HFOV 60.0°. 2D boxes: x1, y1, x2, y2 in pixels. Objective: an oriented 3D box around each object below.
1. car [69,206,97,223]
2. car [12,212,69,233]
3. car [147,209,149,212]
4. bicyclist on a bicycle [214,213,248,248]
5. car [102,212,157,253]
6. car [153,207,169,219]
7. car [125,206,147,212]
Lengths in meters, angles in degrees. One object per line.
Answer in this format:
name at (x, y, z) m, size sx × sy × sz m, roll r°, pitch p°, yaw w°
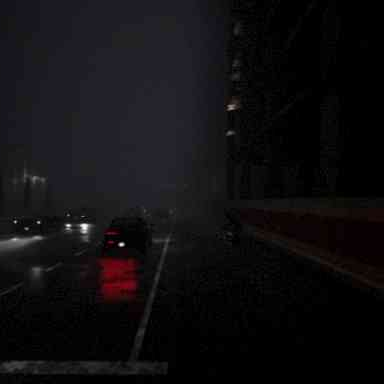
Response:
car at (-10.794, 2.221, 32.999) m, size 1.837 × 1.490 × 4.892 m, roll 2°, pitch -2°, yaw -2°
car at (-10.412, 2.037, 22.973) m, size 1.895 × 1.301 × 4.718 m, roll 2°, pitch -2°, yaw -2°
car at (-7.893, 2.953, 52.441) m, size 1.895 × 1.301 × 4.718 m, roll 2°, pitch -2°, yaw -2°
bicyclist on a bicycle at (1.865, 1.849, 15.868) m, size 1.656 × 1.620 × 0.582 m, roll 1°, pitch -2°, yaw -2°
car at (-2.932, 1.929, 15.849) m, size 1.837 × 1.490 × 4.892 m, roll 2°, pitch -2°, yaw -2°
car at (-4.042, 2.658, 43.062) m, size 1.882 × 1.535 × 5.008 m, roll 2°, pitch -1°, yaw -2°
car at (-7.510, 2.583, 43.064) m, size 2.128 × 1.511 × 4.902 m, roll 2°, pitch -2°, yaw -2°
